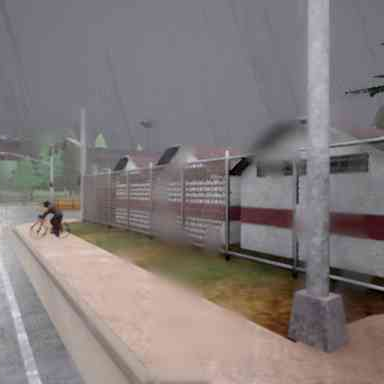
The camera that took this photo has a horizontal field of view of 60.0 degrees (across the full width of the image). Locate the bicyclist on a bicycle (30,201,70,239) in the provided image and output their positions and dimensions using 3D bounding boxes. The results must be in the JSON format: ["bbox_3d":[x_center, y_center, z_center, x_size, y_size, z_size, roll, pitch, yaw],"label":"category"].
[{"bbox_3d":[-6.216,1.254,14.566,1.656,1.620,0.582,0,0,-14],"label":"bicyclist on a bicycle"}]

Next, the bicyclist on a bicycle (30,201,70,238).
[{"bbox_3d":[-6.716,1.251,15.792,1.656,1.620,0.582,0,0,-38],"label":"bicyclist on a bicycle"}]
